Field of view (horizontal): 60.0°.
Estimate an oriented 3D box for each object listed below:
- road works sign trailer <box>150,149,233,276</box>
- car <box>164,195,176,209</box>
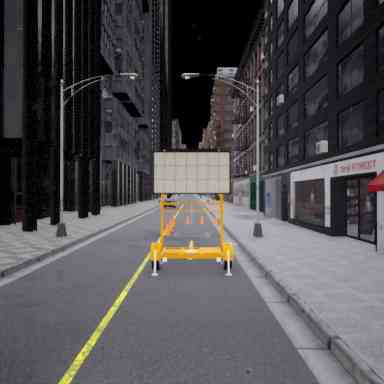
[{"bbox_3d":[-0.006,0.466,10.360,2.380,3.560,2.880,0,0,0],"label":"road works sign trailer"},{"bbox_3d":[-3.134,1.564,45.398,2.033,1.411,5.357,0,0,0],"label":"car"}]
